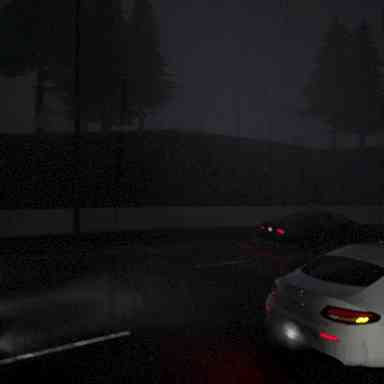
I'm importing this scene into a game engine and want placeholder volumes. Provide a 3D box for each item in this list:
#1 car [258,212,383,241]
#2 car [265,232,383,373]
[{"bbox_3d":[5.457,1.544,14.011,5.357,1.411,2.033,0,0,-20],"label":"car"},{"bbox_3d":[3.296,1.532,5.206,4.674,1.442,1.812,0,0,-27],"label":"car"}]
